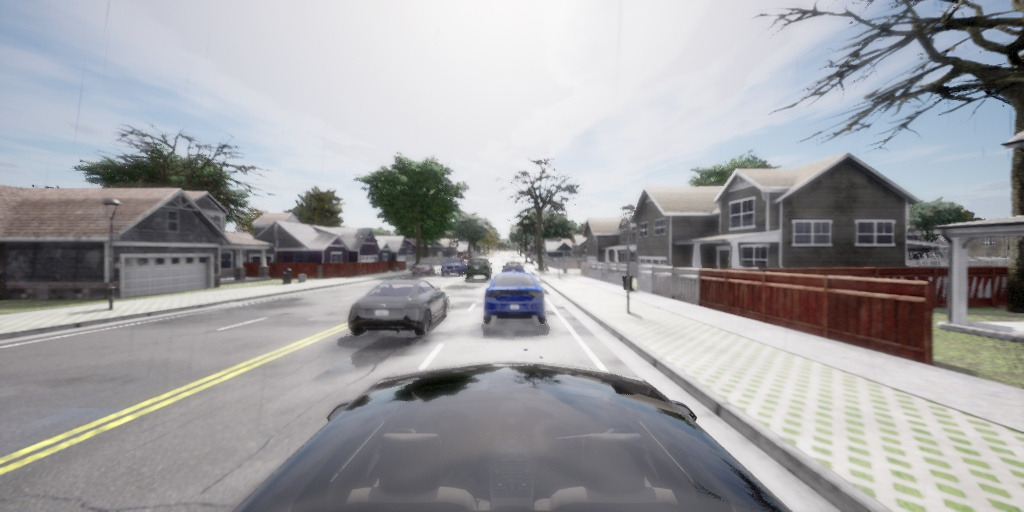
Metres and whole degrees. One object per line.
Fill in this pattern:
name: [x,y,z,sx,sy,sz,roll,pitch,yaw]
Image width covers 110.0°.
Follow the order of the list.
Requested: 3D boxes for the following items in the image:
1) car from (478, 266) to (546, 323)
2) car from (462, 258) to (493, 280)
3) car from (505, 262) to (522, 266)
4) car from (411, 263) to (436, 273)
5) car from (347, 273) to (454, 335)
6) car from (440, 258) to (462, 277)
car: [0.092,1.290,12.509,1.882,1.535,5.008,0,0,0]
car: [-3.116,1.191,34.546,2.150,2.045,5.566,0,0,0]
car: [0.129,1.318,34.414,2.097,1.767,4.553,0,-1,0]
car: [-9.803,1.533,40.030,1.812,1.442,4.674,0,0,0]
car: [-3.163,1.366,10.744,1.994,1.385,4.181,0,0,0]
car: [-6.555,1.231,40.488,2.150,2.045,5.566,0,0,0]
